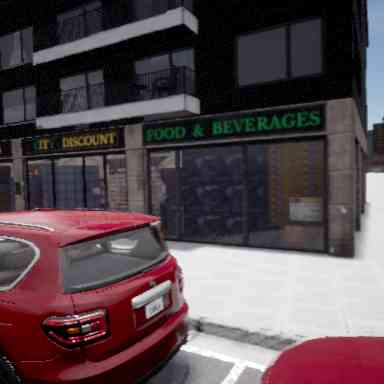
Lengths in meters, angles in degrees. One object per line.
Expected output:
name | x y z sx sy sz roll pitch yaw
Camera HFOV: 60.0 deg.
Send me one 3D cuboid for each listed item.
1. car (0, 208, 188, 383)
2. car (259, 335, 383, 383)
car | -2.442 1.159 4.258 5.009 1.841 2.192 0 3 29
car | 2.389 1.419 1.625 4.206 1.307 1.802 0 3 29
